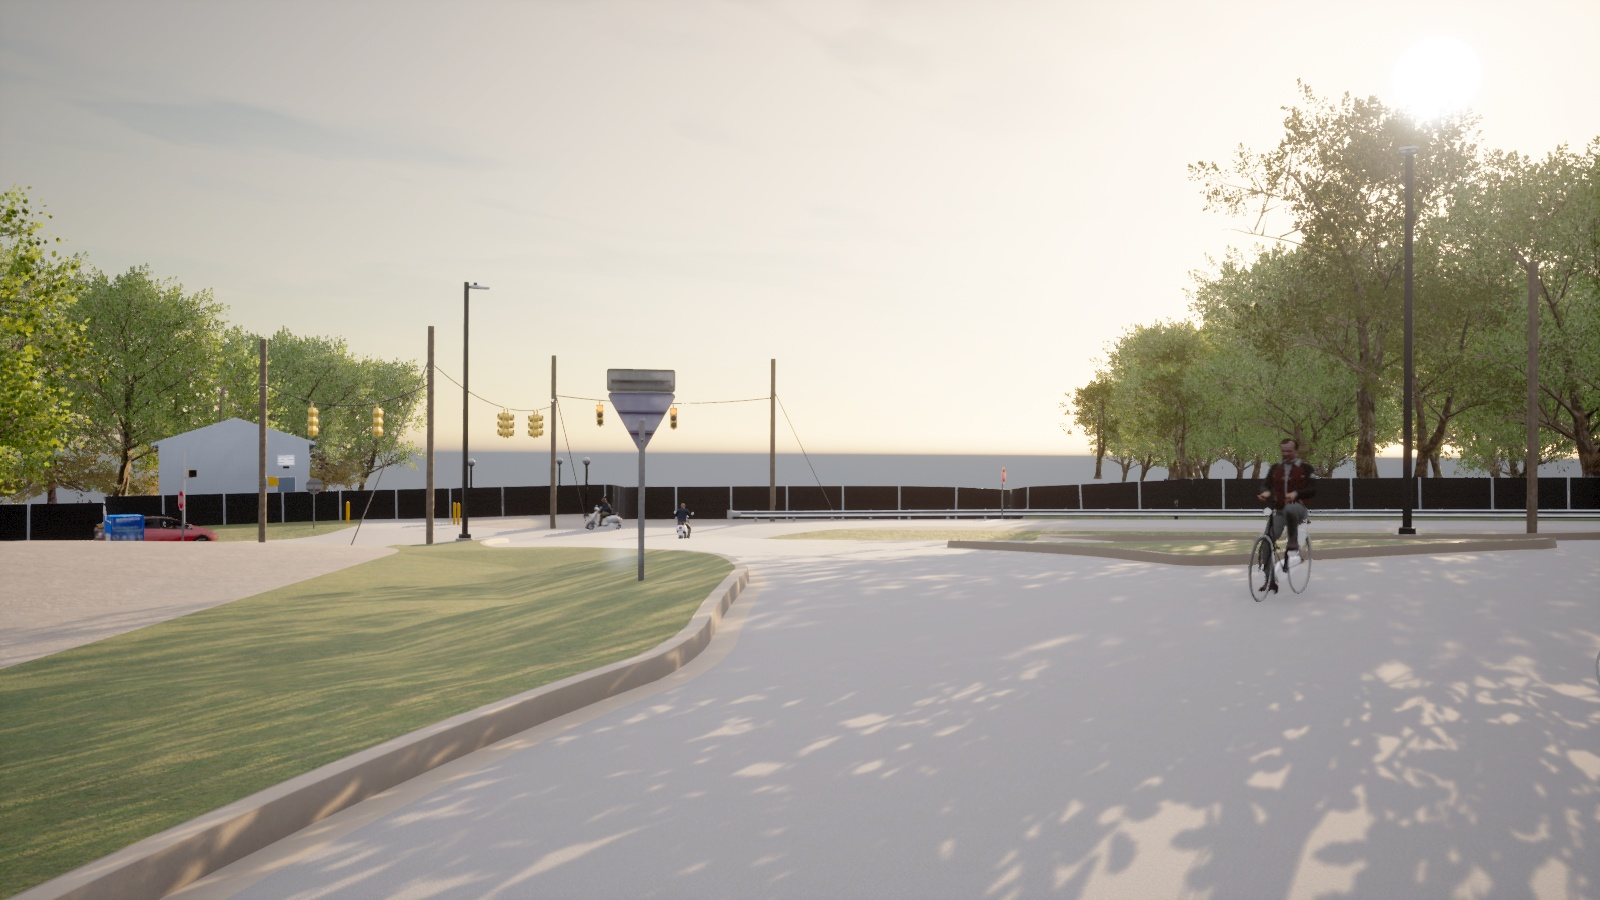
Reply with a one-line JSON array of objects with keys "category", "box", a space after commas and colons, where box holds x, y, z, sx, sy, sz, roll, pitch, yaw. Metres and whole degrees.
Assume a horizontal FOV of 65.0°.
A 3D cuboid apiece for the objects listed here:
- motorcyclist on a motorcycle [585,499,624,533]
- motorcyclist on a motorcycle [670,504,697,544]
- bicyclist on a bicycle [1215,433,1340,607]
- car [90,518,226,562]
[{"category": "motorcyclist on a motorcycle", "box": [-9.729, 3.273, 62.472, 1.817, 1.590, 0.866, -2, 2, -16]}, {"category": "motorcyclist on a motorcycle", "box": [-4.876, 3.068, 52.578, 0.866, 1.590, 1.817, 0, -1, 2]}, {"category": "bicyclist on a bicycle", "box": [5.242, 0.713, 13.727, 0.659, 1.776, 1.843, 1, 0, 41]}, {"category": "car", "box": [-26.167, 3.623, 51.276, 2.007, 1.525, 4.514, 0, -1, 44]}]
